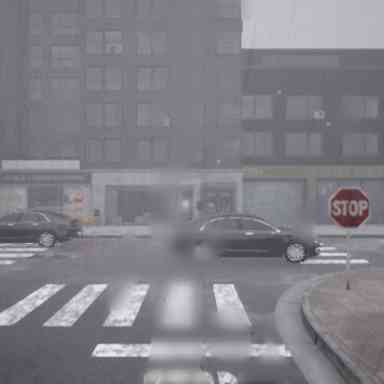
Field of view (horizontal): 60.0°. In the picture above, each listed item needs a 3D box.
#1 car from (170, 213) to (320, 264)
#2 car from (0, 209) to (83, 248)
[{"bbox_3d":[1.726,1.494,11.146,4.892,1.490,1.837,-1,0,0],"label":"car"},{"bbox_3d":[-7.166,1.504,14.088,4.892,1.490,1.837,0,0,0],"label":"car"}]
